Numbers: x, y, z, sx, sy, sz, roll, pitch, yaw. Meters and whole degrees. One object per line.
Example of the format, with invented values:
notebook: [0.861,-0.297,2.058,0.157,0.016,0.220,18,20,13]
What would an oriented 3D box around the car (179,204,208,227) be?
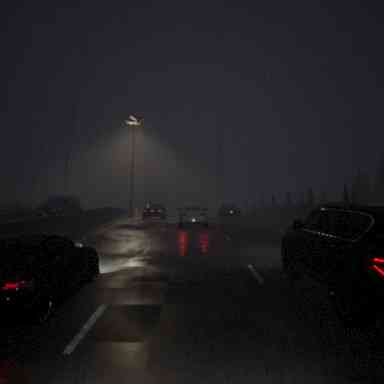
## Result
car: [0.093,1.560,22.895,1.812,1.442,4.674,0,-1,0]

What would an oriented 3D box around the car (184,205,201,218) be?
car: [0.087,2.513,42.285,2.033,1.411,5.357,0,-5,0]

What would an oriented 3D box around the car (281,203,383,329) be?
car: [3.598,1.227,7.090,2.150,2.045,5.566,0,0,0]

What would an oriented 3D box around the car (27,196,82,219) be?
car: [-10.608,1.323,26.691,2.150,2.045,5.566,0,-1,0]

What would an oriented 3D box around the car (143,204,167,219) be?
car: [-3.410,1.799,31.036,2.033,1.411,5.357,0,-2,0]

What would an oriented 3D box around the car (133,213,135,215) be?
car: [-10.531,4.750,64.194,1.812,1.442,4.674,0,-6,0]

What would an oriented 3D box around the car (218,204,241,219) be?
car: [3.590,1.872,32.311,1.994,1.385,4.181,0,-3,0]

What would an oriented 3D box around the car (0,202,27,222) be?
car: [-14.106,1.595,26.719,2.128,1.511,4.902,0,-1,0]

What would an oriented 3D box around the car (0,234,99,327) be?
car: [-3.403,1.569,7.026,1.994,1.385,4.181,0,0,0]
